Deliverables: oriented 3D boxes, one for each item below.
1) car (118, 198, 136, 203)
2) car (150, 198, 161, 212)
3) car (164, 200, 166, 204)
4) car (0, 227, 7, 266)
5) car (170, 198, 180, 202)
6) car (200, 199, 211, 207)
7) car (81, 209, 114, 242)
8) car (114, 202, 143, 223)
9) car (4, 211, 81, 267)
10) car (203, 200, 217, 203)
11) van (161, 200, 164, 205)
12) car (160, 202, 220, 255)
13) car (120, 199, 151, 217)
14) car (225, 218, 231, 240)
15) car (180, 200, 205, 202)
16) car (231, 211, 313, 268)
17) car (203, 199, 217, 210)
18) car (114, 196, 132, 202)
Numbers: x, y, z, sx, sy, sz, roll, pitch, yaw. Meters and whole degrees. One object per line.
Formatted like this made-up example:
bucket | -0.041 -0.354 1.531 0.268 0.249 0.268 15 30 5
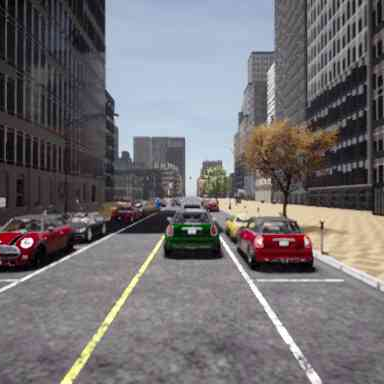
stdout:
car | -17.282 2.193 88.552 4.507 1.381 1.887 1 -2 -1
car | -5.693 1.942 44.748 1.752 1.417 4.829 0 -1 0
car | -5.696 2.138 61.535 1.947 1.339 4.313 0 -1 0
car | -5.688 1.603 6.145 1.887 1.381 4.507 0 -1 0
car | -3.043 2.098 63.948 1.837 1.490 4.892 0 0 1
car | 2.684 2.190 67.075 1.947 1.339 4.313 0 -1 0
car | -5.689 1.712 17.223 2.008 1.369 4.403 0 -1 0
car | -5.691 1.809 28.301 1.887 1.381 4.507 0 -1 0
car | -5.688 1.550 11.685 1.967 1.590 4.097 0 -1 0
car | 2.687 1.963 44.919 1.887 1.381 4.507 0 -1 0
van | -5.693 1.811 50.459 1.690 1.788 3.998 0 -1 0
car | 0.002 1.482 14.084 2.097 1.767 4.553 0 -1 0
car | -5.691 1.756 33.841 1.967 1.590 4.097 0 -1 0
car | 2.691 1.688 17.394 1.752 1.417 4.829 0 -1 0
car | 0.001 1.781 29.303 1.837 1.490 4.892 0 0 0
car | 2.692 1.550 11.687 1.967 1.590 4.097 0 -1 0
car | 2.687 1.910 50.459 1.967 1.590 4.097 0 -1 0
car | -17.160 1.845 80.180 5.009 1.841 2.192 1 -2 -1
